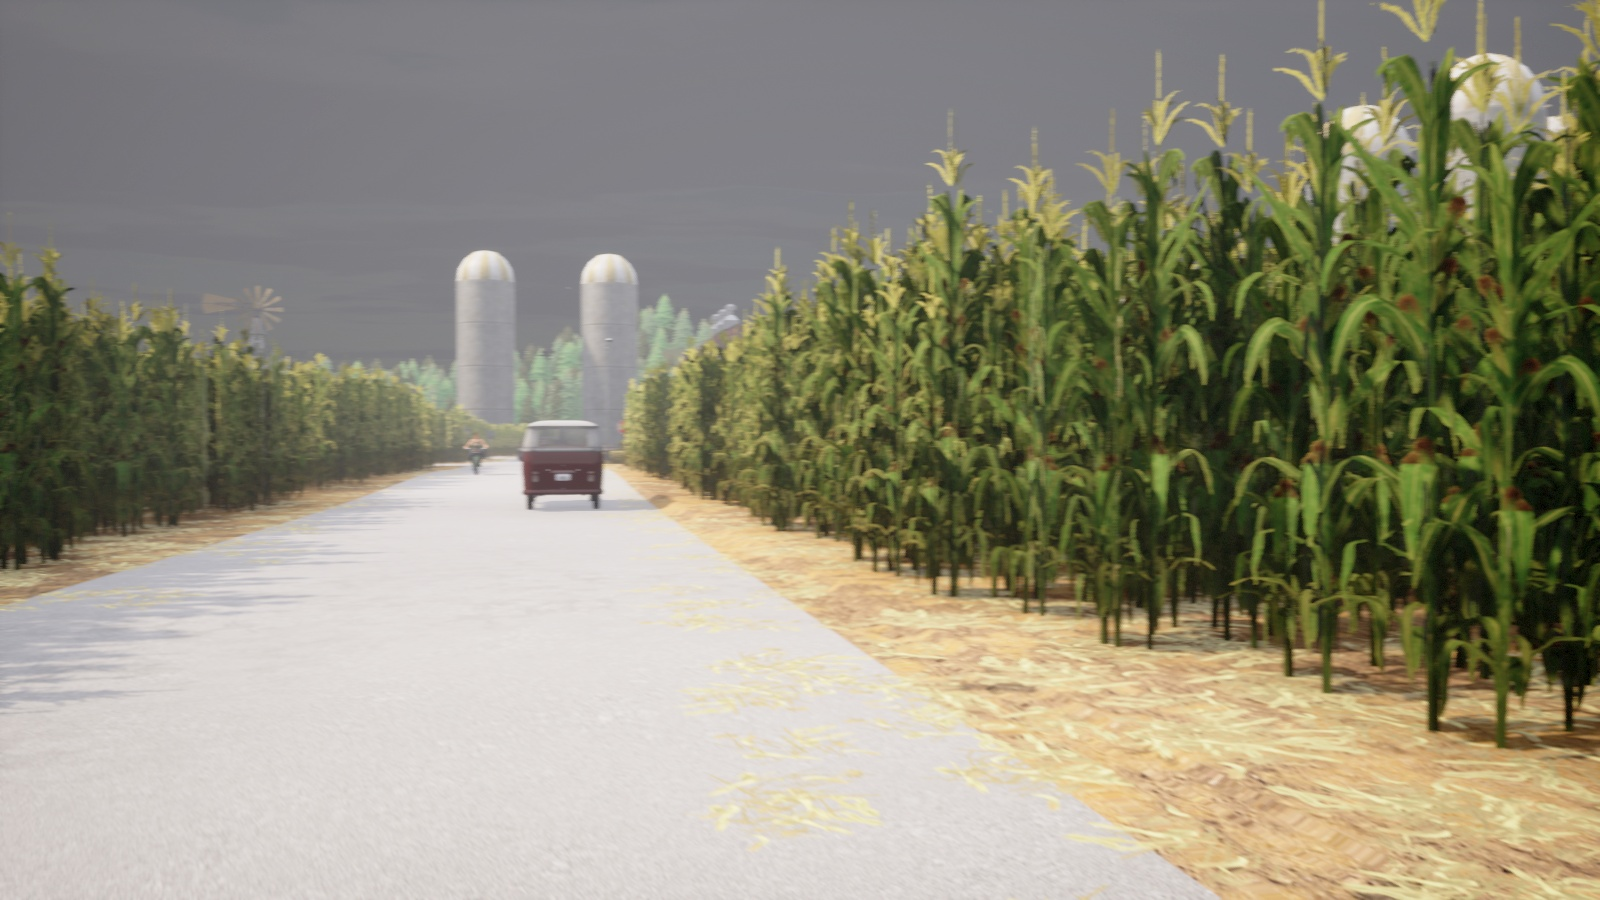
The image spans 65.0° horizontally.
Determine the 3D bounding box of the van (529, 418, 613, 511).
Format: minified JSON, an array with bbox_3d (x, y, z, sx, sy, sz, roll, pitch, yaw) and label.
[{"bbox_3d":[-5.336,0.285,29.257,1.775,1.987,4.442,0,1,-10],"label":"van"}]
